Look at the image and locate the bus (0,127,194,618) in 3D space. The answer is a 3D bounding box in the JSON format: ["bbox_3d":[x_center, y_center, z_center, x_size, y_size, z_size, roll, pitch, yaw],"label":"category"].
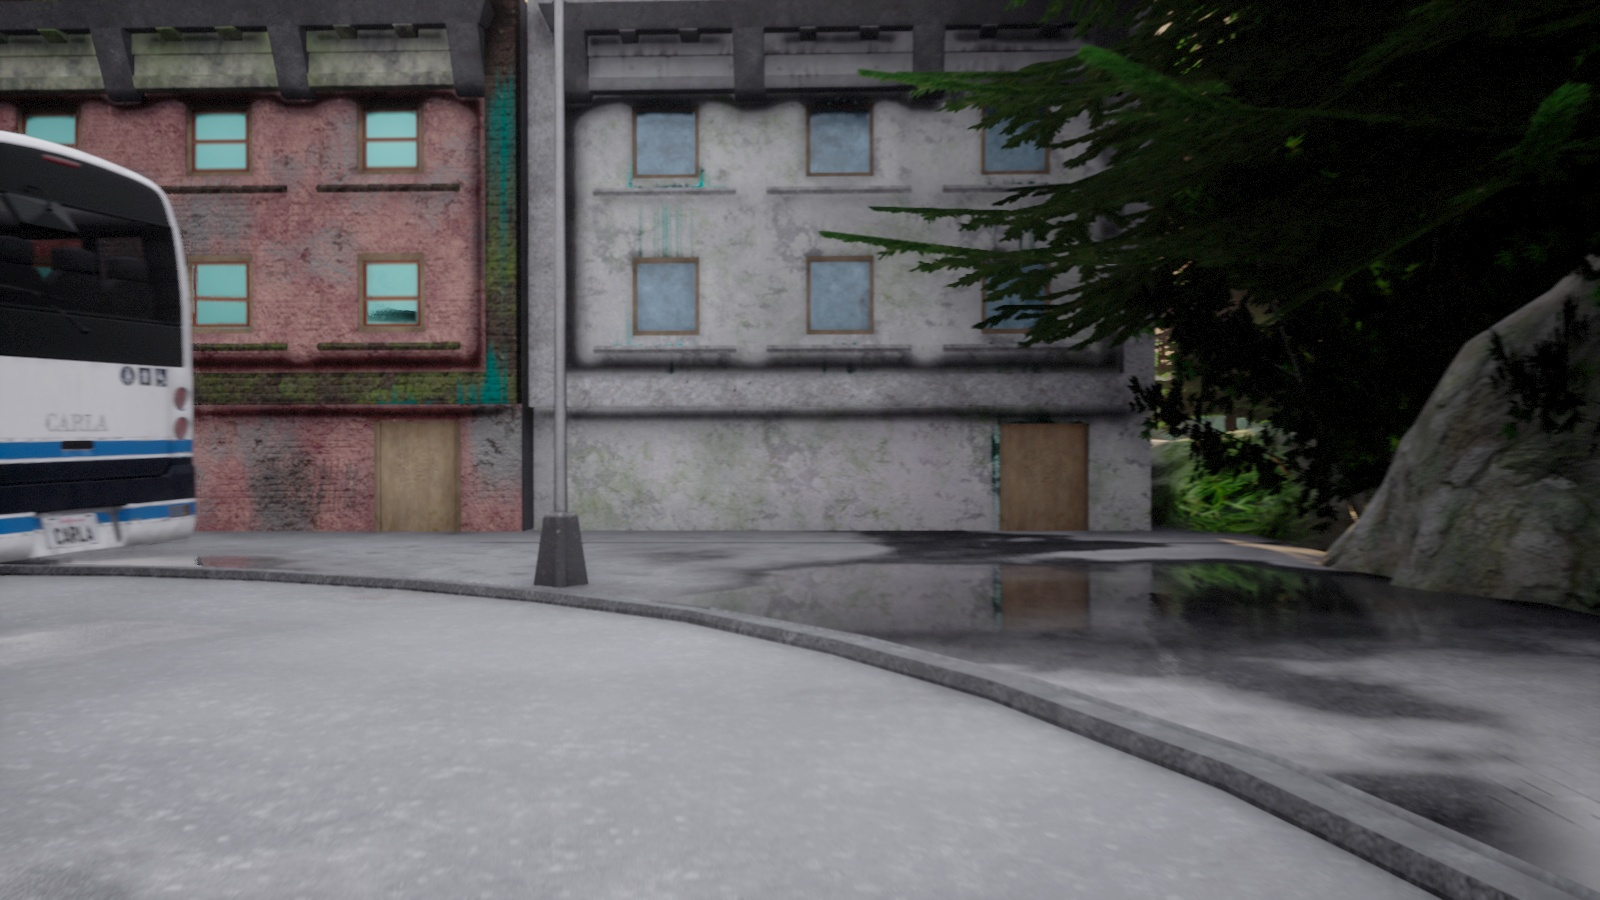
[{"bbox_3d":[-11.856,-0.713,12.433,10.273,4.253,3.944,0,1,12],"label":"bus"}]
